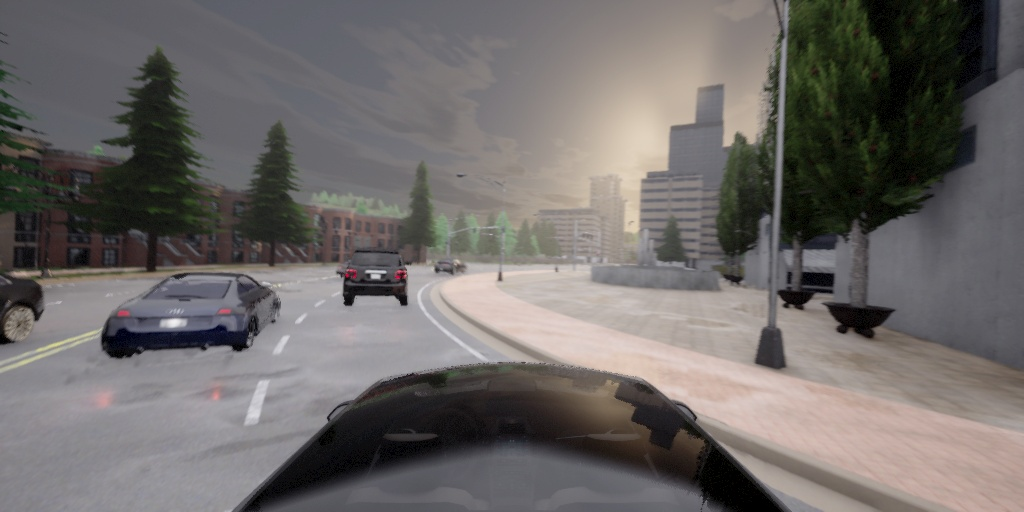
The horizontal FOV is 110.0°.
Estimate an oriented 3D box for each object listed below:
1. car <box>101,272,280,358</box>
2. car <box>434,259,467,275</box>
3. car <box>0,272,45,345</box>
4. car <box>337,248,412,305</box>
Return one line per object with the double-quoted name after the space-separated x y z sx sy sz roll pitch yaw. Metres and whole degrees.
-6.389 1.028 7.684 1.994 1.385 4.181 3 0 -25 "car"
-5.784 0.996 34.372 2.128 1.511 4.902 2 0 12 "car"
-9.142 0.830 4.876 2.128 1.511 4.902 2 0 -25 "car"
-5.286 0.738 14.456 2.150 2.045 5.566 2 0 -17 "car"
